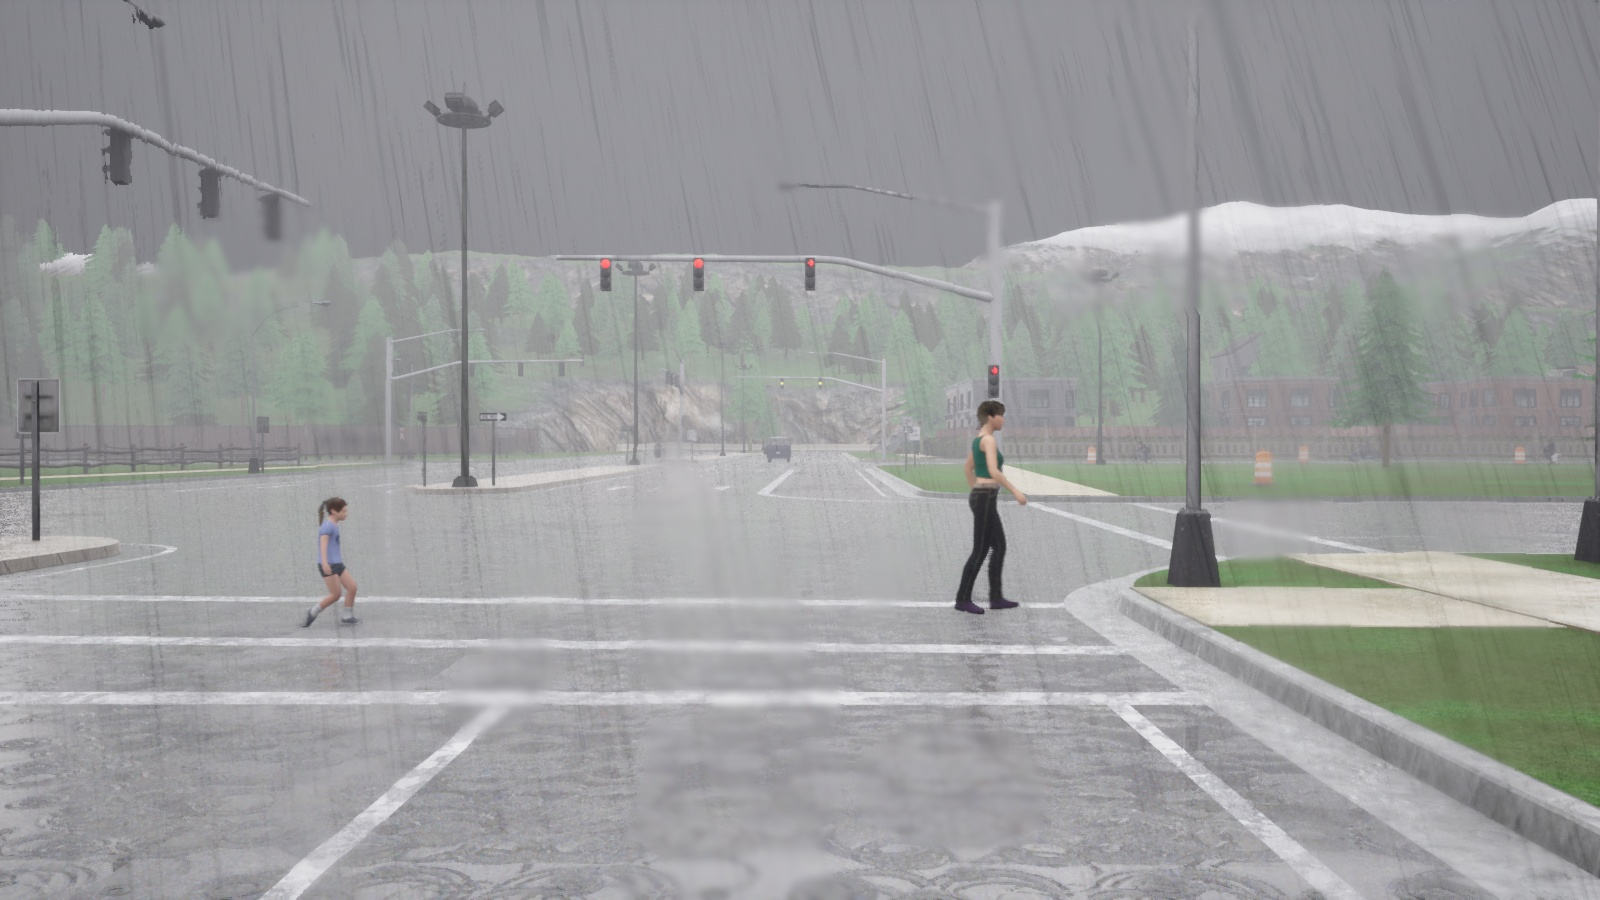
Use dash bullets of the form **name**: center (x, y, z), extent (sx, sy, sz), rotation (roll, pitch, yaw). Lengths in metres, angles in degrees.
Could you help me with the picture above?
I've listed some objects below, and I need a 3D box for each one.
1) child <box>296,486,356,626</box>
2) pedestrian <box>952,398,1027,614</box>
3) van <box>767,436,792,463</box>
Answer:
- **child**: center (-3.841, 0.855, 10.189), extent (0.394, 1.110, 0.255), rotation (0, 0, -4)
- **pedestrian**: center (1.629, 0.476, 10.836), extent (0.594, 1.836, 0.345), rotation (0, 0, 1)
- **van**: center (-1.596, -0.053, 97.703), extent (1.775, 1.987, 4.442), rotation (0, 0, 1)
